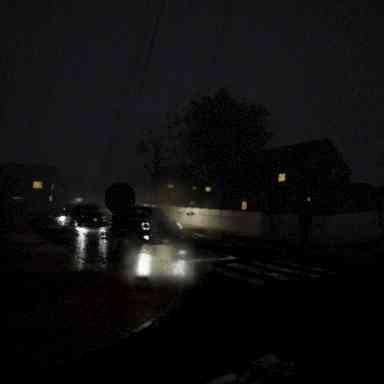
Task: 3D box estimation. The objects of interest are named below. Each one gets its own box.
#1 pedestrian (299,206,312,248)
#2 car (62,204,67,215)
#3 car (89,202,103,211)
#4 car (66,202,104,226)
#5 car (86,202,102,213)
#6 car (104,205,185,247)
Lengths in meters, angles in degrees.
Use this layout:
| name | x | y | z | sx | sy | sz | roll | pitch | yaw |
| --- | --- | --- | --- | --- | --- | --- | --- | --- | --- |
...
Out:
| name | x | y | z | sx | sy | sz | roll | pitch | yaw |
| --- | --- | --- | --- | --- | --- | --- | --- | --- | --- |
| pedestrian | 5.039 | 1.544 | 14.853 | 0.375 | 1.860 | 0.375 | 4 | -3 | -35 |
| car | -13.764 | 1.992 | 37.908 | 1.895 | 1.301 | 4.718 | 4 | -2 | -21 |
| car | -16.821 | 2.463 | 58.457 | 1.994 | 1.385 | 4.181 | 3 | -2 | -12 |
| car | -7.799 | 1.680 | 24.878 | 1.837 | 1.490 | 4.892 | 4 | -3 | -29 |
| car | -14.357 | 2.301 | 48.745 | 1.994 | 1.385 | 4.181 | 3 | -2 | -16 |
| car | -2.170 | 1.427 | 15.353 | 2.097 | 1.767 | 4.553 | 4 | -3 | -32 |
